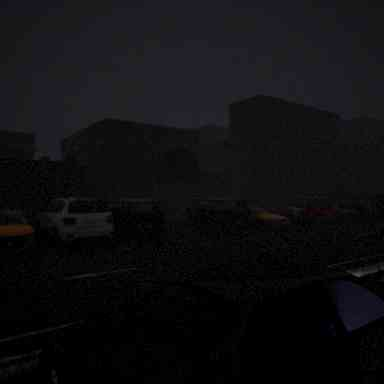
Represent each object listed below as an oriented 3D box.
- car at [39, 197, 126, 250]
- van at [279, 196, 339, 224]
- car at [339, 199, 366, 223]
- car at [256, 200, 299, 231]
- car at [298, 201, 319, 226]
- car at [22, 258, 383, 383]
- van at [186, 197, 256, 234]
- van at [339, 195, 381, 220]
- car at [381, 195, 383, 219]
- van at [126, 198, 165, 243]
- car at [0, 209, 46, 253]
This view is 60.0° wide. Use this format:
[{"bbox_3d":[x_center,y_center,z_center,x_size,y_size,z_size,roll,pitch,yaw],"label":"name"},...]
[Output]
[{"bbox_3d":[-5.335,1.250,14.832,2.435,2.045,5.566,0,0,-36],"label":"car"},{"bbox_3d":[8.076,1.298,24.520,1.878,1.987,4.442,0,0,-36],"label":"van"},{"bbox_3d":[10.385,1.530,26.032,2.097,1.535,5.008,0,0,-36],"label":"car"},{"bbox_3d":[3.764,1.510,21.069,1.946,1.575,5.366,0,0,-36],"label":"car"},{"bbox_3d":[5.902,1.558,22.820,2.002,1.452,4.674,0,0,-36],"label":"car"},{"bbox_3d":[1.056,1.546,3.886,5.357,1.411,2.033,0,0,-35],"label":"car"},{"bbox_3d":[1.344,1.282,19.711,1.878,1.987,4.442,0,0,-36],"label":"van"},{"bbox_3d":[12.700,1.312,27.536,1.878,1.987,4.442,0,0,-36],"label":"van"},{"bbox_3d":[14.860,1.293,29.257,2.435,2.045,5.566,0,0,-36],"label":"car"},{"bbox_3d":[-3.142,1.277,16.507,1.878,1.987,4.442,0,0,-36],"label":"van"},{"bbox_3d":[-7.564,1.501,13.212,2.097,1.535,5.008,0,0,-36],"label":"car"}]
